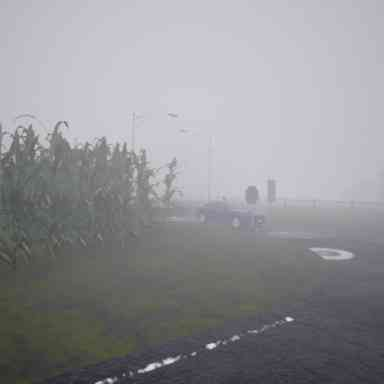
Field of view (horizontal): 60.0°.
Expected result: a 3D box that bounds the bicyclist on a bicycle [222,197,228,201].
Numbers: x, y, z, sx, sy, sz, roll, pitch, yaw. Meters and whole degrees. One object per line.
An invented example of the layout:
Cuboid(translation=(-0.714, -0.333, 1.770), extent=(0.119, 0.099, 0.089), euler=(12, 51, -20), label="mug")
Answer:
Cuboid(translation=(2.921, 1.227, 29.524), extent=(1.656, 1.620, 0.582), euler=(-1, 1, -36), label="bicyclist on a bicycle")

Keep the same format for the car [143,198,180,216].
Cuboid(translation=(-3.558, 1.215, 28.308), extent=(2.033, 1.411, 5.357), euler=(1, 0, -36), label="car")

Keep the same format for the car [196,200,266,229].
Cuboid(translation=(2.255, 1.269, 20.240), extent=(1.882, 1.535, 5.008), euler=(1, 0, -36), label="car")

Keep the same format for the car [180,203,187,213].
Cuboid(translation=(-2.492, 1.287, 31.897), extent=(1.895, 1.301, 4.718), euler=(1, 0, -36), label="car")
